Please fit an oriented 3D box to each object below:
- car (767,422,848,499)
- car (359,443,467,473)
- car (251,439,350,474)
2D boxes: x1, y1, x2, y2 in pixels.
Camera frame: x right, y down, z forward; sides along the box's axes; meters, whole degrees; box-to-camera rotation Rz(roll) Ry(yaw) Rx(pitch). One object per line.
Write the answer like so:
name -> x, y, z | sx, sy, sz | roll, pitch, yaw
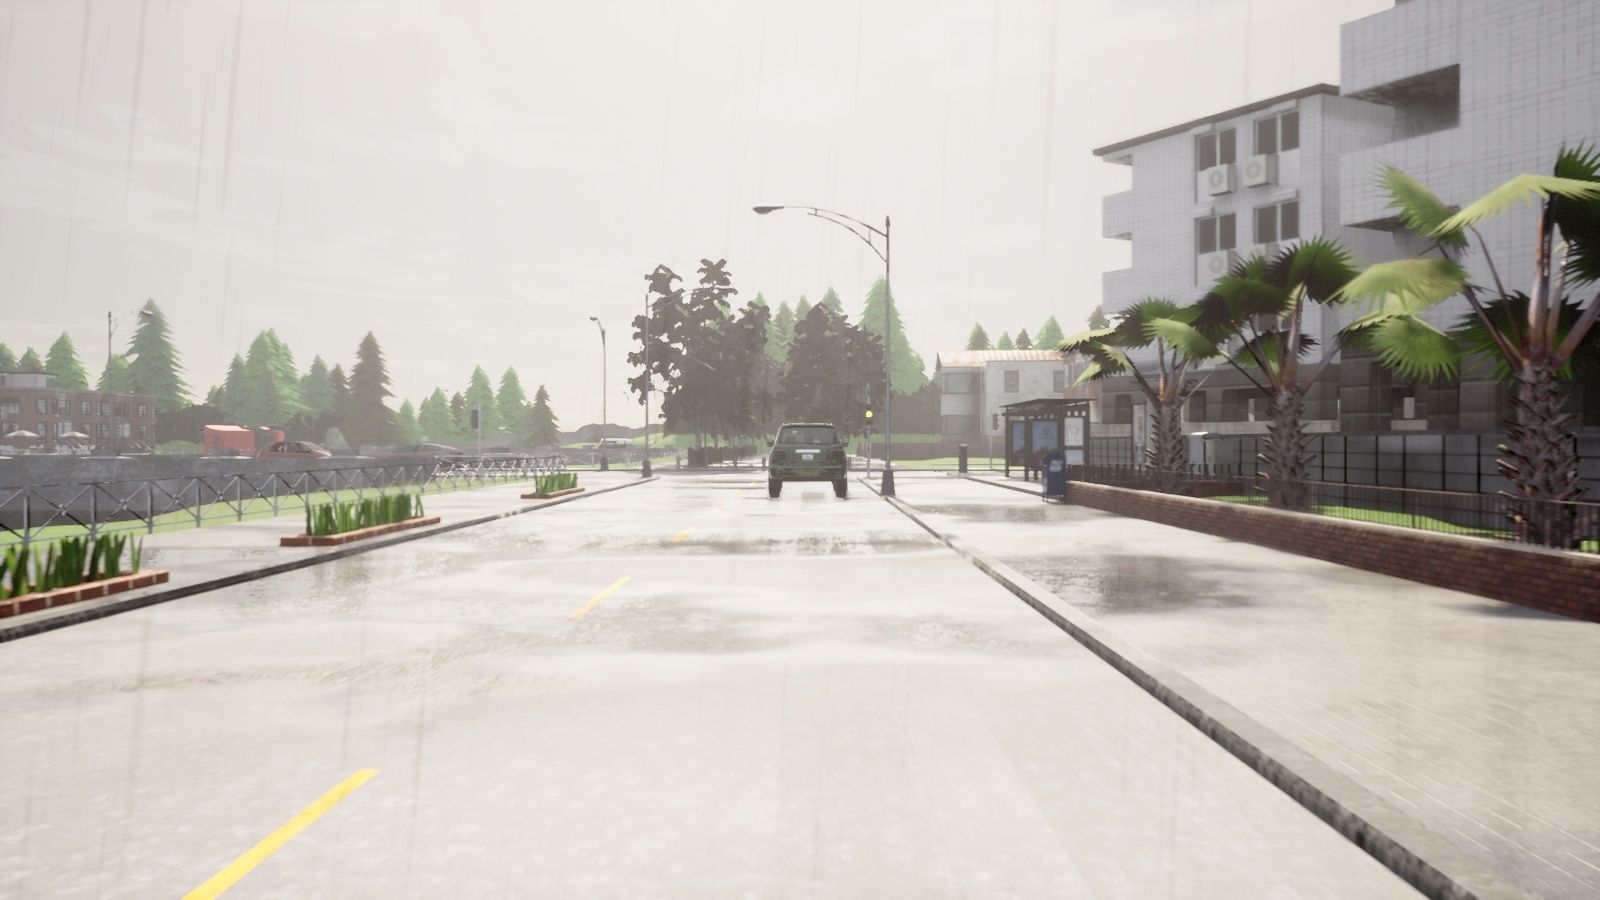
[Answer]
car -> 0.223, 0.262, 36.059 | 2.150, 2.045, 5.566 | 0, 0, 0
car -> -19.579, 0.372, 63.656 | 4.792, 1.488, 2.163 | 0, 0, 0
car -> -23.701, 0.289, 59.668 | 3.988, 1.617, 1.851 | 0, 0, 0
